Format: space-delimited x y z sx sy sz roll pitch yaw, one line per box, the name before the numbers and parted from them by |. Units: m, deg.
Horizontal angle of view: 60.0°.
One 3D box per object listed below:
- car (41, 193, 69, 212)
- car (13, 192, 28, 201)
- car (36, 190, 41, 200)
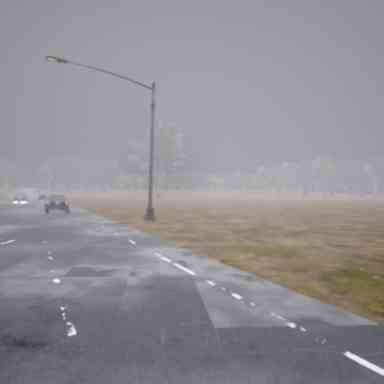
car | -13.470 1.030 32.980 2.097 1.767 4.553 2 0 -26
car | -28.434 0.732 55.222 2.128 1.511 4.902 2 0 -23
car | -27.656 0.826 62.011 1.895 1.301 4.718 2 0 -26
